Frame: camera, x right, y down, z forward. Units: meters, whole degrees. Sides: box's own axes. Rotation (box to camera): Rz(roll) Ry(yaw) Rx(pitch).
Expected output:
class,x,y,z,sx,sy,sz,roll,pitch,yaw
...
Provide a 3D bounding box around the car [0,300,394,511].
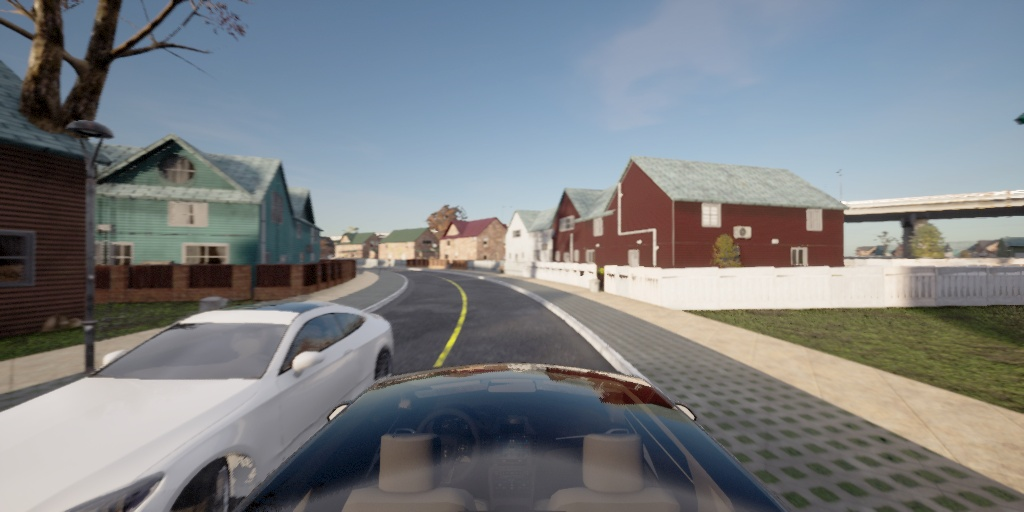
class,x,y,z,sx,sy,sz,roll,pitch,yaw
car,-2.730,1.269,3.819,1.812,1.442,4.674,0,0,1
